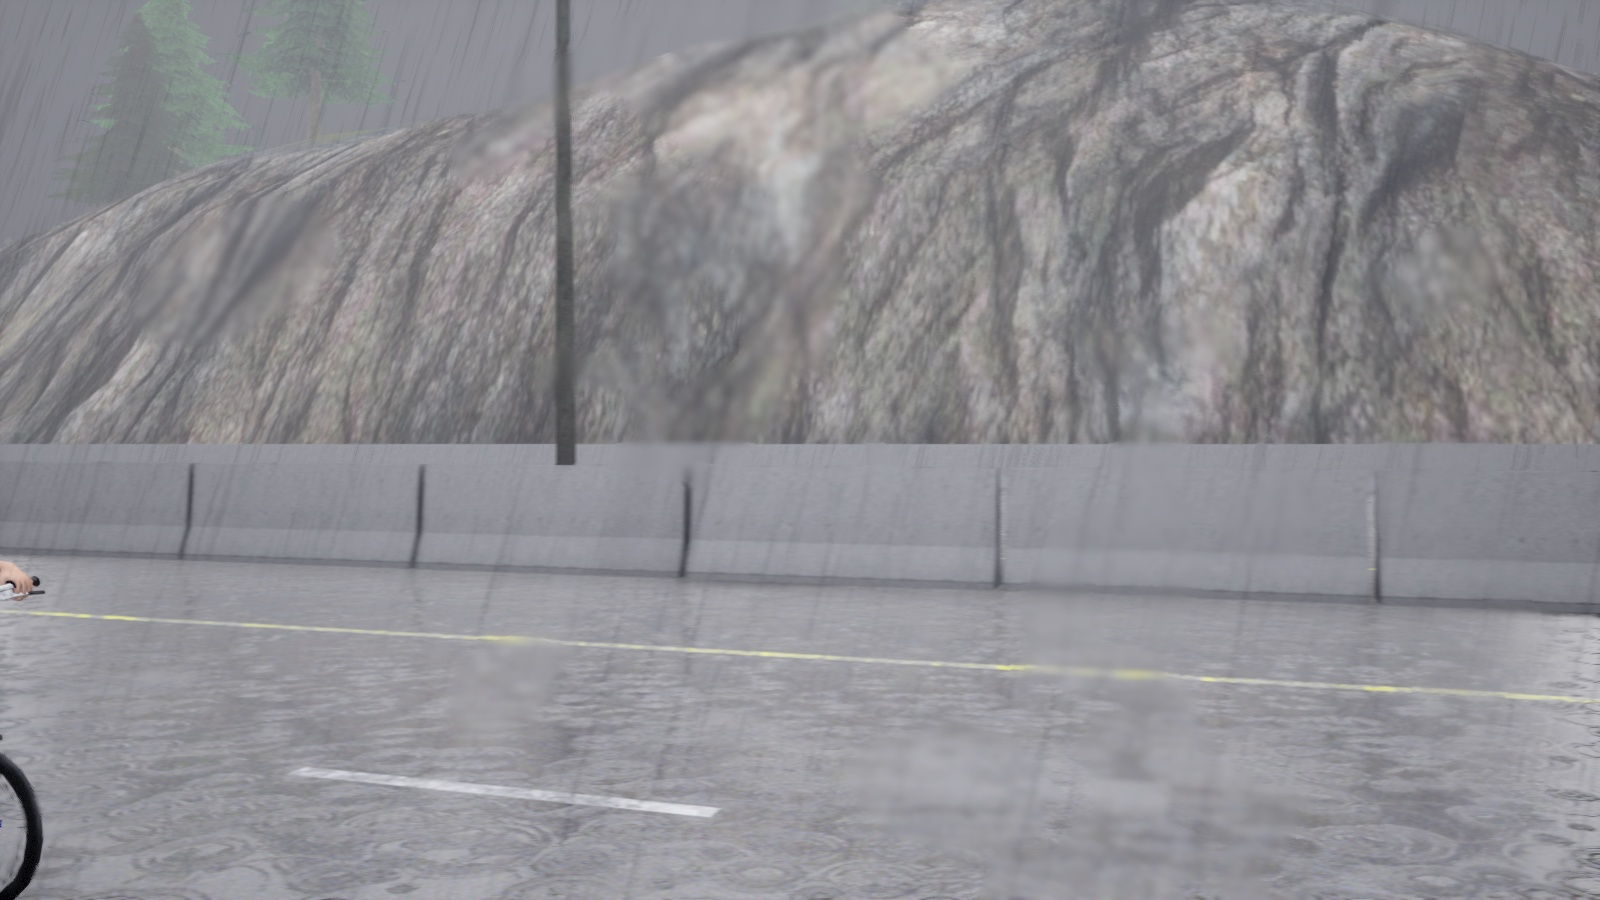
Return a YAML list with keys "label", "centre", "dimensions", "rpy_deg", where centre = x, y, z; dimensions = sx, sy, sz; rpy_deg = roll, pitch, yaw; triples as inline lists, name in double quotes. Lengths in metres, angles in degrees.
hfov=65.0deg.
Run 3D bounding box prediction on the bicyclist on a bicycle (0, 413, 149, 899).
- label: "bicyclist on a bicycle"
  centre: [-3.171, 0.682, 4.311]
  dimensions: [1.509, 1.612, 0.866]
  rpy_deg: [1, 1, 20]
